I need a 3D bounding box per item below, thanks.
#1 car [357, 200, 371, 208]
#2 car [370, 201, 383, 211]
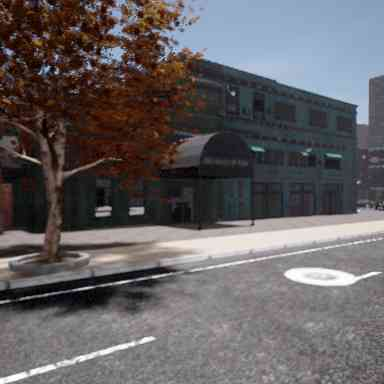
[{"bbox_3d":[28.348,1.975,55.362,2.008,1.369,4.403,-1,0,-36],"label":"car"},{"bbox_3d":[26.408,1.952,43.609,1.947,1.339,4.313,-1,0,-36],"label":"car"}]
